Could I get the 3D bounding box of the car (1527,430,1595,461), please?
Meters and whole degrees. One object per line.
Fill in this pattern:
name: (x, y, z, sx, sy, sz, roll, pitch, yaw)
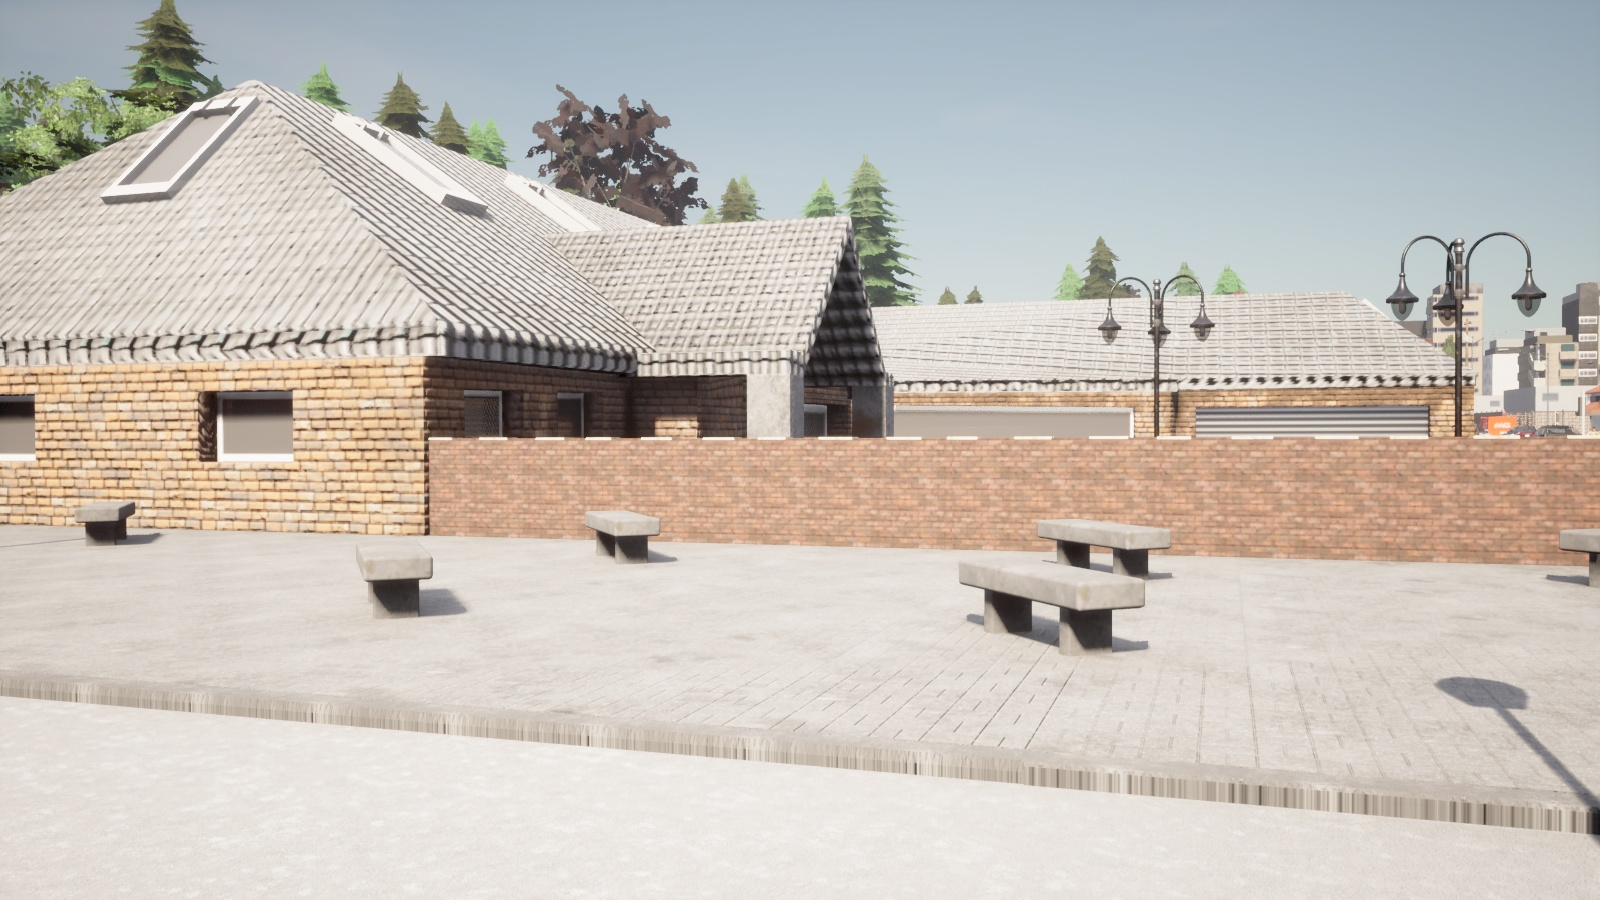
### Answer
car: (42.318, -0.290, 69.938, 2.242, 1.667, 4.611, 1, 1, 19)
